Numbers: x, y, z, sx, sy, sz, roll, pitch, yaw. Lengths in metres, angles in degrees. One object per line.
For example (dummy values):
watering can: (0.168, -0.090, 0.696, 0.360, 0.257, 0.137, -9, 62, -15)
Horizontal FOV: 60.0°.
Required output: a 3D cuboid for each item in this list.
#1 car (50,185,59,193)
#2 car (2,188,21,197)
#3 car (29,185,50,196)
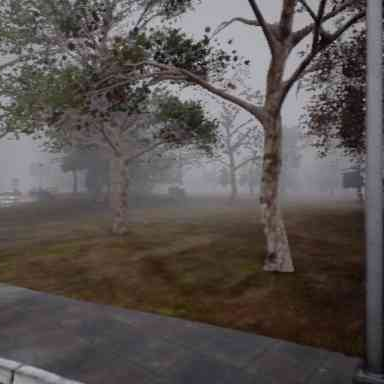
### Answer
car: (-29.569, -0.677, 70.185, 1.882, 1.535, 5.008, 0, 2, -10)
car: (-30.359, 0.076, 56.019, 1.994, 1.385, 4.181, 0, 2, -10)
car: (-27.740, -0.084, 59.936, 2.033, 1.411, 5.357, 0, 2, -10)
